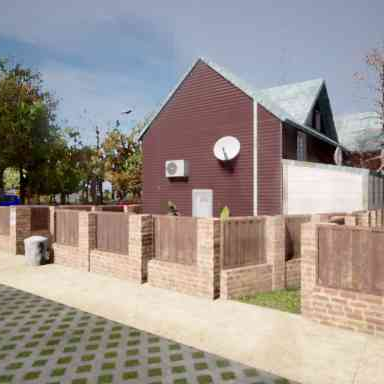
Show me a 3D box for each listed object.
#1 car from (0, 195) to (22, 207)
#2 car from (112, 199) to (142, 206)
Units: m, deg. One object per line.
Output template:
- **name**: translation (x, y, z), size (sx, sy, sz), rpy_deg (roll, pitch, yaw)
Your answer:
- **car**: translation (-17.062, 1.279, 27.527), size (2.150, 2.045, 5.566), rpy_deg (0, 0, 36)
- **car**: translation (-7.666, 1.588, 40.674), size (1.882, 1.535, 5.008), rpy_deg (0, 0, 36)
